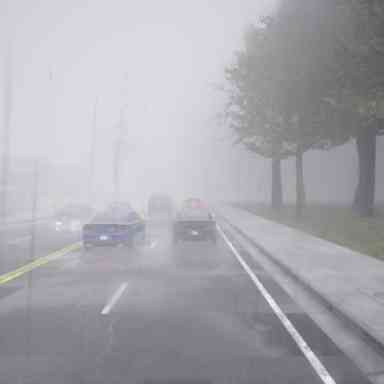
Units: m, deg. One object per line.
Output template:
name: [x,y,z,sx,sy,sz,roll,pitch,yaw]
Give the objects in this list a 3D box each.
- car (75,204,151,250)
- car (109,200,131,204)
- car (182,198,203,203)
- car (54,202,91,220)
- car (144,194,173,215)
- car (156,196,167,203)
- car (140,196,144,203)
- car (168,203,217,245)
car: [-3.152,1.481,14.361,1.882,1.535,5.008,0,0,0]
car: [-6.601,1.488,30.152,1.882,1.535,5.008,0,0,0]
car: [0.097,1.364,34.077,2.097,1.767,4.553,0,0,0]
car: [-9.852,1.557,28.304,2.033,1.411,5.357,0,0,0]
car: [-3.155,1.234,33.761,2.150,2.045,5.566,0,0,0]
car: [-6.509,1.533,71.441,1.994,1.385,4.181,0,0,0]
car: [-9.759,1.509,69.637,1.837,1.490,4.892,0,0,0]
car: [0.098,1.482,15.705,1.882,1.535,5.008,0,0,0]
